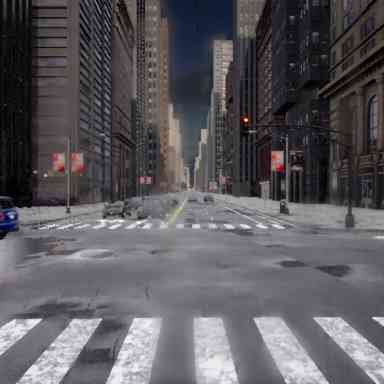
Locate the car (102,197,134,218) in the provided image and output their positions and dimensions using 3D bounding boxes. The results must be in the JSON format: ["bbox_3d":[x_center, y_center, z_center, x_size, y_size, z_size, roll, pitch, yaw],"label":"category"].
[{"bbox_3d":[-6.596,1.488,29.639,1.837,1.490,4.892,0,0,0],"label":"car"}]

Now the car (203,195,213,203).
[{"bbox_3d":[3.360,1.427,69.295,1.837,1.490,4.892,0,0,0],"label":"car"}]

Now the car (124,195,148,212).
[{"bbox_3d":[-6.591,1.326,39.793,2.097,1.767,4.553,0,0,0],"label":"car"}]

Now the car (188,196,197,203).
[{"bbox_3d":[0.110,1.468,69.876,2.033,1.411,5.357,0,0,0],"label":"car"}]

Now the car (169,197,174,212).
[{"bbox_3d":[-3.346,1.502,36.521,1.812,1.442,4.674,0,0,0],"label":"car"}]

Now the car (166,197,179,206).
[{"bbox_3d":[-3.305,1.552,56.562,1.895,1.301,4.718,0,0,0],"label":"car"}]

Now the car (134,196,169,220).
[{"bbox_3d":[-3.286,1.337,27.737,2.097,1.767,4.553,0,0,-2],"label":"car"}]

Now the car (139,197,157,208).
[{"bbox_3d":[-6.581,1.509,50.090,2.033,1.411,5.357,0,0,0],"label":"car"}]

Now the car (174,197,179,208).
[{"bbox_3d":[-3.332,1.530,46.545,1.994,1.385,4.181,0,0,0],"label":"car"}]

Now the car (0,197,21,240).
[{"bbox_3d":[-10.624,1.255,14.705,5.566,2.045,2.150,-1,0,0],"label":"car"}]
